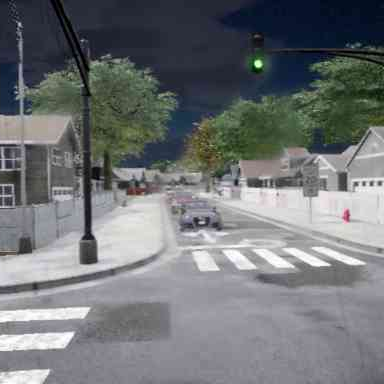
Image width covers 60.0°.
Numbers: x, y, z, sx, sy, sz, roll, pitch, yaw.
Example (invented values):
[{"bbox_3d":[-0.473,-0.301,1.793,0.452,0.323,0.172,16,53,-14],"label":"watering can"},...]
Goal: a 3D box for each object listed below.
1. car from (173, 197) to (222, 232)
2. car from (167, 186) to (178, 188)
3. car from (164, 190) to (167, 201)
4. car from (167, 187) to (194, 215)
[{"bbox_3d":[0.257,1.170,17.130,1.994,1.385,4.181,-1,1,-6],"label":"car"},{"bbox_3d":[-2.622,0.197,46.352,2.150,2.045,5.566,-1,2,-4],"label":"car"},{"bbox_3d":[-1.680,0.690,36.223,2.128,1.511,4.902,-1,1,-6],"label":"car"},{"bbox_3d":[-0.652,0.769,26.034,2.097,1.767,4.553,-1,1,-5],"label":"car"}]
